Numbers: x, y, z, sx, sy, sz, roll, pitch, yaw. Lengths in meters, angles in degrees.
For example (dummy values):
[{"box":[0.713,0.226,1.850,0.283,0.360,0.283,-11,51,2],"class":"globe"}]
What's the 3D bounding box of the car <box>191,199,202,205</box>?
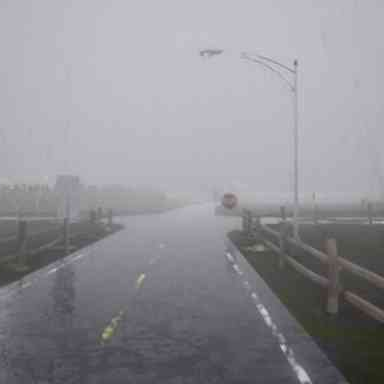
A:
[{"box":[1.045,2.181,71.859,1.994,1.385,4.181,0,0,7],"class":"car"}]
